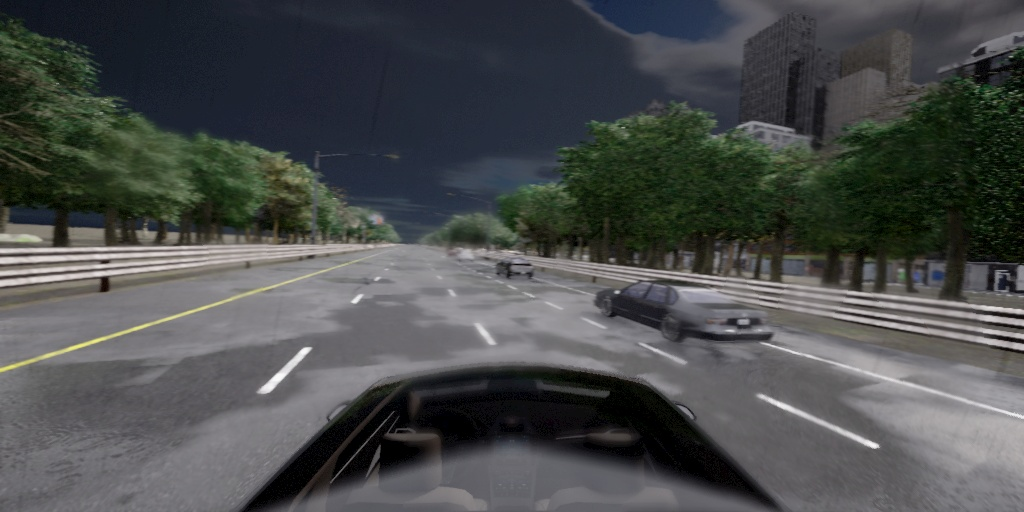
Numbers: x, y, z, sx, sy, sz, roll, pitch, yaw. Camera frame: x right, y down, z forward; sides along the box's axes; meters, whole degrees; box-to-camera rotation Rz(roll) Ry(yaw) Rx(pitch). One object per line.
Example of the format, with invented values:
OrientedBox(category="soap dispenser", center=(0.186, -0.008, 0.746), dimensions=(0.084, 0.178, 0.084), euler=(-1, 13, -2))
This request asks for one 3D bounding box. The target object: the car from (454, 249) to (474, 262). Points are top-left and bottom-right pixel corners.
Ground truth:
OrientedBox(category="car", center=(-6.326, 0.056, 48.697), dimensions=(1.812, 1.442, 4.674), euler=(3, 1, -16))

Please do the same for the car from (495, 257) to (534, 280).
OrientedBox(category="car", center=(0.095, 0.815, 25.574), dimensions=(2.128, 1.511, 4.902), euler=(3, 1, -16))

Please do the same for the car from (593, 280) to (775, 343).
OrientedBox(category="car", center=(4.356, 1.396, 10.204), dimensions=(2.033, 1.411, 5.357), euler=(3, 1, -16))
